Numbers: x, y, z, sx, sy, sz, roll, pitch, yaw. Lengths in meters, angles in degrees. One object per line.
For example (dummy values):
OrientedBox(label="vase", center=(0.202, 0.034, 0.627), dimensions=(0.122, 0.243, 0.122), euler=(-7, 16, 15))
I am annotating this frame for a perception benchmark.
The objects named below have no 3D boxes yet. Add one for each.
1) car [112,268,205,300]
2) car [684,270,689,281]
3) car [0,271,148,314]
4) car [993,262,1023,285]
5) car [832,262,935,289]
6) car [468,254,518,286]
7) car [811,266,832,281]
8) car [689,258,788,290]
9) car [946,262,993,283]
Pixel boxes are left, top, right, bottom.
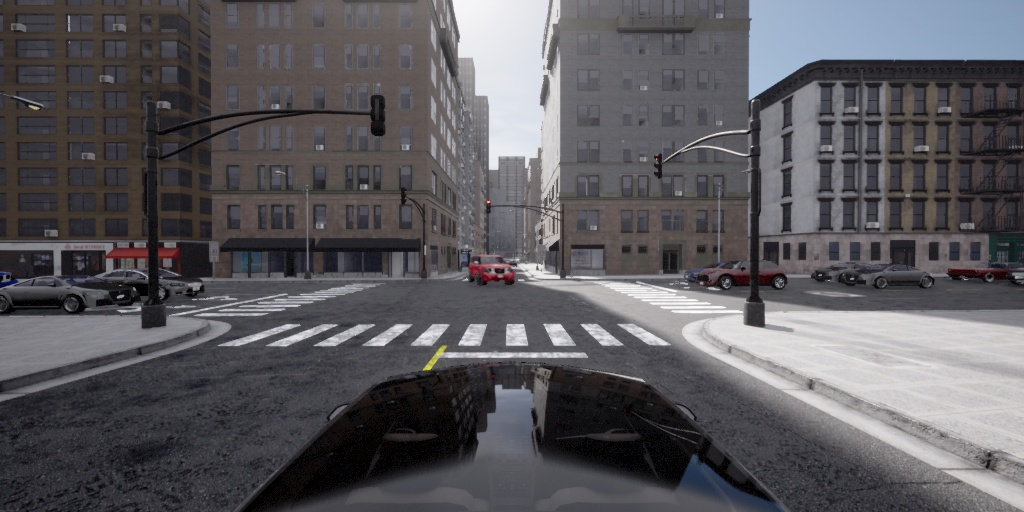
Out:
OrientedBox(label="car", center=(-17.794, 1.335, 17.474), dimensions=(4.902, 1.511, 2.128), euler=(0, 1, 1))
OrientedBox(label="car", center=(14.176, 1.127, 24.324), dimensions=(4.674, 1.442, 1.812), euler=(0, 1, 0))
OrientedBox(label="car", center=(-17.525, 1.441, 14.215), dimensions=(4.181, 1.385, 1.994), euler=(0, 1, 0))
OrientedBox(label="car", center=(32.389, 1.002, 21.156), dimensions=(4.902, 1.511, 2.128), euler=(0, 1, 0))
OrientedBox(label="car", center=(21.992, 1.148, 21.115), dimensions=(4.181, 1.385, 1.994), euler=(0, 1, -1))
OrientedBox(label="car", center=(-1.586, 0.907, 24.970), dimensions=(2.150, 2.045, 5.566), euler=(0, 0, -18))
OrientedBox(label="car", center=(22.923, 1.106, 24.375), dimensions=(4.181, 1.385, 1.994), euler=(0, 1, -1))
OrientedBox(label="car", center=(13.349, 0.994, 21.048), dimensions=(4.553, 1.767, 2.097), euler=(0, 1, -1))
OrientedBox(label="car", center=(32.843, 1.073, 24.408), dimensions=(4.718, 1.301, 1.895), euler=(0, 1, 0))
